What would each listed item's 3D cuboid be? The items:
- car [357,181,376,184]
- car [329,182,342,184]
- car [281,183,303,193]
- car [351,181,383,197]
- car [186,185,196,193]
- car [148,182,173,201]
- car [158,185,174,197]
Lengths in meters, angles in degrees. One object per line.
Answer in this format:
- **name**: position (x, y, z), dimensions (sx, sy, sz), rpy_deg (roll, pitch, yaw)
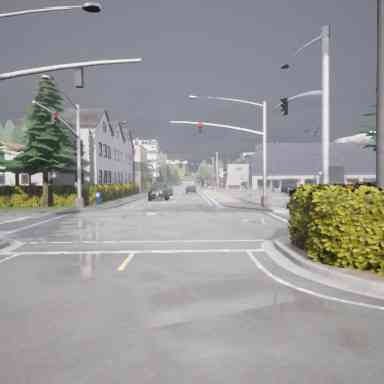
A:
- **car**: position (19.005, -0.176, 34.217), dimensions (1.905, 1.878, 3.866), rpy_deg (-1, 2, 0)
- **car**: position (25.289, -1.035, 59.490), dimensions (2.152, 1.636, 5.027), rpy_deg (-1, 2, 0)
- **car**: position (15.252, -0.525, 52.074), dimensions (2.007, 1.523, 4.514), rpy_deg (-1, 2, 0)
- **car**: position (22.247, -0.462, 42.099), dimensions (1.932, 1.855, 4.605), rpy_deg (-1, 2, 0)
- **car**: position (-0.188, -0.580, 58.690), dimensions (2.128, 1.511, 4.902), rpy_deg (-1, 2, 0)
- **car**: position (-3.732, -0.110, 38.269), dimensions (2.150, 2.045, 5.566), rpy_deg (-1, 2, 0)
- **car**: position (-3.748, -0.176, 48.429), dimensions (1.837, 1.490, 4.892), rpy_deg (-1, 2, 0)
